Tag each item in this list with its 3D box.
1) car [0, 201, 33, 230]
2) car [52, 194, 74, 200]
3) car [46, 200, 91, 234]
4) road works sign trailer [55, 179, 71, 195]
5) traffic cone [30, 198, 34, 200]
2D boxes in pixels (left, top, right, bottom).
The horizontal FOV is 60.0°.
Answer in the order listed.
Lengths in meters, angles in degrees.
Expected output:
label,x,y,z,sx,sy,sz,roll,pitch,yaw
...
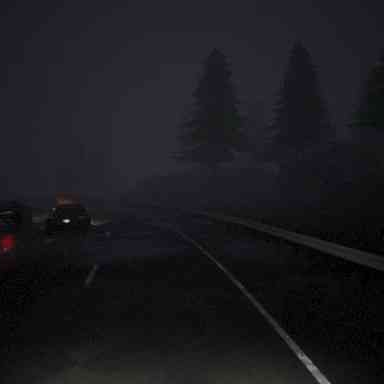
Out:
label,x,y,z,sx,sy,sz,roll,pitch,yaw
car,-10.429,1.241,18.993,2.128,1.511,4.902,0,1,-15
car,-14.578,0.983,37.577,1.882,1.535,5.008,0,0,-29
car,-6.510,1.328,17.799,1.994,1.385,4.181,0,1,-15
road works sign trailer,-20.685,-0.235,53.120,2.380,3.560,2.880,-1,1,-43
traffic cone,-27.918,1.185,58.698,0.340,0.580,0.340,-1,1,-43
